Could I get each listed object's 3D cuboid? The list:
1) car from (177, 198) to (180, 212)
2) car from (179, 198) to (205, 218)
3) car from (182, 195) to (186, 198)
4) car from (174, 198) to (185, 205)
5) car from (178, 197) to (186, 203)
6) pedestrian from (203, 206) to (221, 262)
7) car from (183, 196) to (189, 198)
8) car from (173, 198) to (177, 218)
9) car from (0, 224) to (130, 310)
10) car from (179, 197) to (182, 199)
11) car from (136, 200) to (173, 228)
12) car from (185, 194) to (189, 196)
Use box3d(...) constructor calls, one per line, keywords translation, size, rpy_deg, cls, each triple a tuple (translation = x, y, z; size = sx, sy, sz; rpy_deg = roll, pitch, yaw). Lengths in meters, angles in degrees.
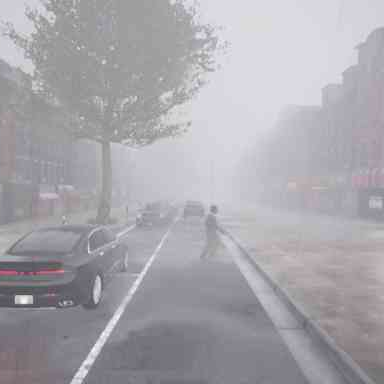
box3d(translation=(-2.565, 1.741, 39.194), size=(1.802, 1.307, 4.206), rpy_deg=(-1, 0, 0), cls="car")
box3d(translation=(0.164, 1.590, 31.061), size=(2.128, 1.511, 4.902), rpy_deg=(0, 0, 0), cls="car")
box3d(translation=(-2.531, 1.718, 55.798), size=(1.967, 1.590, 4.097), rpy_deg=(-1, 0, 0), cls="car")
box3d(translation=(-2.505, 1.884, 66.868), size=(2.008, 1.369, 4.403), rpy_deg=(-1, 0, 0), cls="car")
box3d(translation=(-2.468, 1.962, 83.474), size=(1.802, 1.307, 4.206), rpy_deg=(-1, 0, 0), cls="car")
box3d(translation=(0.642, 1.303, 10.773), size=(0.375, 1.860, 0.375), rpy_deg=(1, 0, 0), cls="pedestrian")
box3d(translation=(0.179, 1.692, 44.566), size=(2.128, 1.511, 4.902), rpy_deg=(0, 0, 1), cls="car")
box3d(translation=(-2.588, 1.519, 28.132), size=(1.967, 1.590, 4.097), rpy_deg=(-1, 0, 0), cls="car")
box3d(translation=(-2.732, 1.510, 7.840), size=(1.837, 1.490, 4.892), rpy_deg=(0, 0, 0), cls="car")
box3d(translation=(-2.554, 1.753, 44.728), size=(2.008, 1.369, 4.403), rpy_deg=(-1, 0, 0), cls="car")
box3d(translation=(-2.599, 1.489, 22.601), size=(1.967, 1.590, 4.097), rpy_deg=(-1, 0, 0), cls="car")
box3d(translation=(-2.445, 1.948, 94.541), size=(1.887, 1.381, 4.507), rpy_deg=(-1, 0, 0), cls="car")
